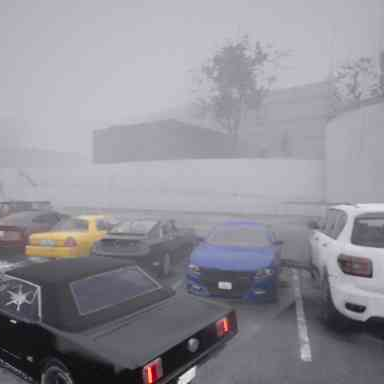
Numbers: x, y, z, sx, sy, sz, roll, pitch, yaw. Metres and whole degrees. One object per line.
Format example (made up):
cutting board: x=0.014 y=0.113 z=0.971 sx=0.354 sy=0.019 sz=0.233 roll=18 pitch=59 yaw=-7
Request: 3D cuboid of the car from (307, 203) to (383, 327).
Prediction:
car: x=3.707 y=1.240 z=6.875 sx=2.435 sy=2.045 sz=5.566 roll=0 pitch=-1 yaw=15

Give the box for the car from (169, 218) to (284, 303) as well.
car: x=1.274 y=1.492 z=8.569 sx=2.097 sy=1.535 sz=5.008 roll=1 pitch=-1 yaw=15

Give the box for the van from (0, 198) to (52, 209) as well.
van: x=-8.493 y=1.284 z=15.351 sx=1.878 sy=1.987 sz=4.442 roll=0 pitch=-1 yaw=15

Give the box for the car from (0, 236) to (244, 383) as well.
car: x=-1.863 y=1.602 z=4.693 sx=4.718 sy=1.301 sz=1.895 roll=0 pitch=0 yaw=35

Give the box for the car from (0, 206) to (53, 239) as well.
car: x=-6.028 y=1.535 z=13.766 sx=2.163 sy=1.488 sz=4.792 roll=0 pitch=-1 yaw=15

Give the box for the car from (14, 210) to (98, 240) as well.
car: x=-3.552 y=1.498 z=12.193 sx=1.946 sy=1.575 sz=5.366 roll=0 pitch=-1 yaw=15

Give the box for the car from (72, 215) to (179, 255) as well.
car: x=-1.169 y=1.496 z=10.285 sx=2.231 sy=1.521 sz=4.892 roll=0 pitch=-1 yaw=15
